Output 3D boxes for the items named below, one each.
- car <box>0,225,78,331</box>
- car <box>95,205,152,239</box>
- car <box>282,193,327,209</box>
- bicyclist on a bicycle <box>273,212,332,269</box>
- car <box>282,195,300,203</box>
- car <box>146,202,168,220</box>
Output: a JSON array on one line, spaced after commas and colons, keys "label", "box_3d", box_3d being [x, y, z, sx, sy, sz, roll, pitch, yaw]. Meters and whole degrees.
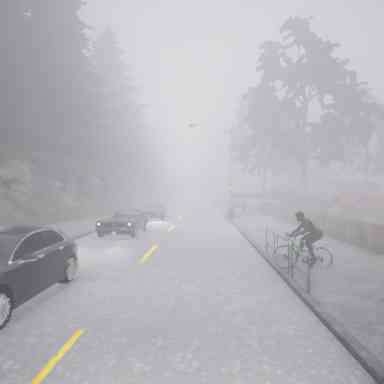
[{"label": "car", "box_3d": [-3.917, 1.505, 6.821, 1.837, 1.490, 4.892, 0, -1, 2]}, {"label": "car", "box_3d": [-3.557, 1.595, 17.631, 1.895, 1.301, 4.718, 0, 0, 2]}, {"label": "car", "box_3d": [14.282, 1.209, 42.472, 5.566, 2.045, 2.150, 0, 0, 2]}, {"label": "bicyclist on a bicycle", "box_3d": [3.109, 1.384, 9.239, 1.656, 1.620, 0.582, 4, 0, 1]}, {"label": "car", "box_3d": [17.702, 1.283, 59.567, 1.994, 1.381, 4.181, 0, 0, 2]}, {"label": "car", "box_3d": [-3.144, 1.556, 27.449, 1.994, 1.385, 4.181, 0, 0, 2]}]
